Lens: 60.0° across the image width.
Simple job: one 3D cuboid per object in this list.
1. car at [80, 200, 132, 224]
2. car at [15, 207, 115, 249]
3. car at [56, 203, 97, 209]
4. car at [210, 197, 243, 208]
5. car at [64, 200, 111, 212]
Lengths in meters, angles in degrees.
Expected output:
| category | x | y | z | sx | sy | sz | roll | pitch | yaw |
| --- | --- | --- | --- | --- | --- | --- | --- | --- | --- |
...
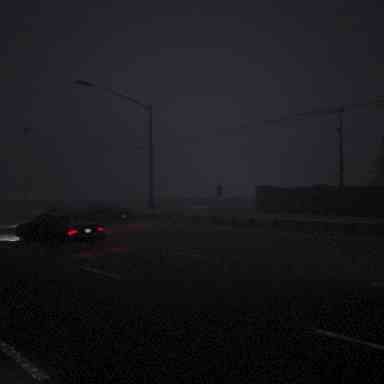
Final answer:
| category | x | y | z | sx | sy | sz | roll | pitch | yaw |
| --- | --- | --- | --- | --- | --- | --- | --- | --- | --- |
| car | -6.574 | 1.569 | 24.843 | 5.008 | 1.535 | 1.882 | -1 | 0 | 42 |
| car | -6.042 | 1.629 | 14.989 | 5.357 | 1.411 | 2.033 | -1 | 0 | 42 |
| car | -8.525 | 1.642 | 21.875 | 4.674 | 1.442 | 1.812 | -1 | 0 | 42 |
| car | 4.949 | 1.452 | 47.583 | 4.892 | 1.490 | 1.837 | -1 | 0 | -23 |
| car | -13.203 | 1.732 | 42.313 | 5.357 | 1.411 | 2.033 | -1 | 0 | -3 |
